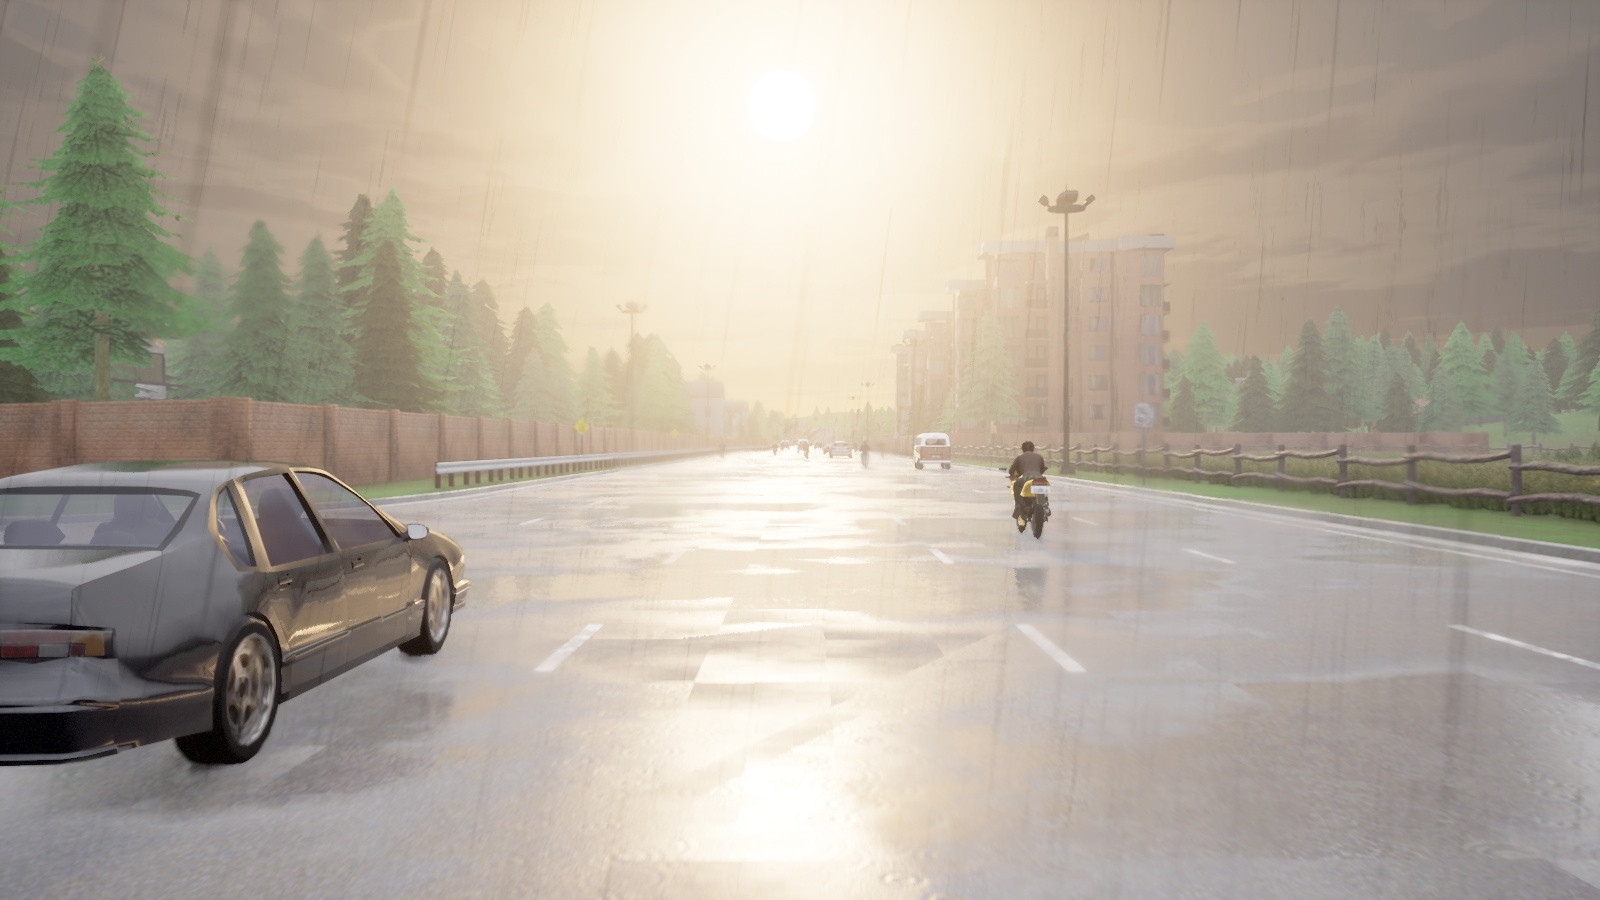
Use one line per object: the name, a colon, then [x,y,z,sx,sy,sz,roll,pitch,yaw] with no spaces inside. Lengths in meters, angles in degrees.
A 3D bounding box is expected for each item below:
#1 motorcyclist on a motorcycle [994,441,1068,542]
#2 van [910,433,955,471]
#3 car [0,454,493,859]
motorcyclist on a motorcycle: [3.628,0.619,19.886,0.797,1.523,2.044,0,0,0]
van: [7.416,0.079,70.721,2.069,2.038,4.480,0,1,0]
car: [-3.444,0.751,7.196,2.033,1.411,5.357,0,0,0]
